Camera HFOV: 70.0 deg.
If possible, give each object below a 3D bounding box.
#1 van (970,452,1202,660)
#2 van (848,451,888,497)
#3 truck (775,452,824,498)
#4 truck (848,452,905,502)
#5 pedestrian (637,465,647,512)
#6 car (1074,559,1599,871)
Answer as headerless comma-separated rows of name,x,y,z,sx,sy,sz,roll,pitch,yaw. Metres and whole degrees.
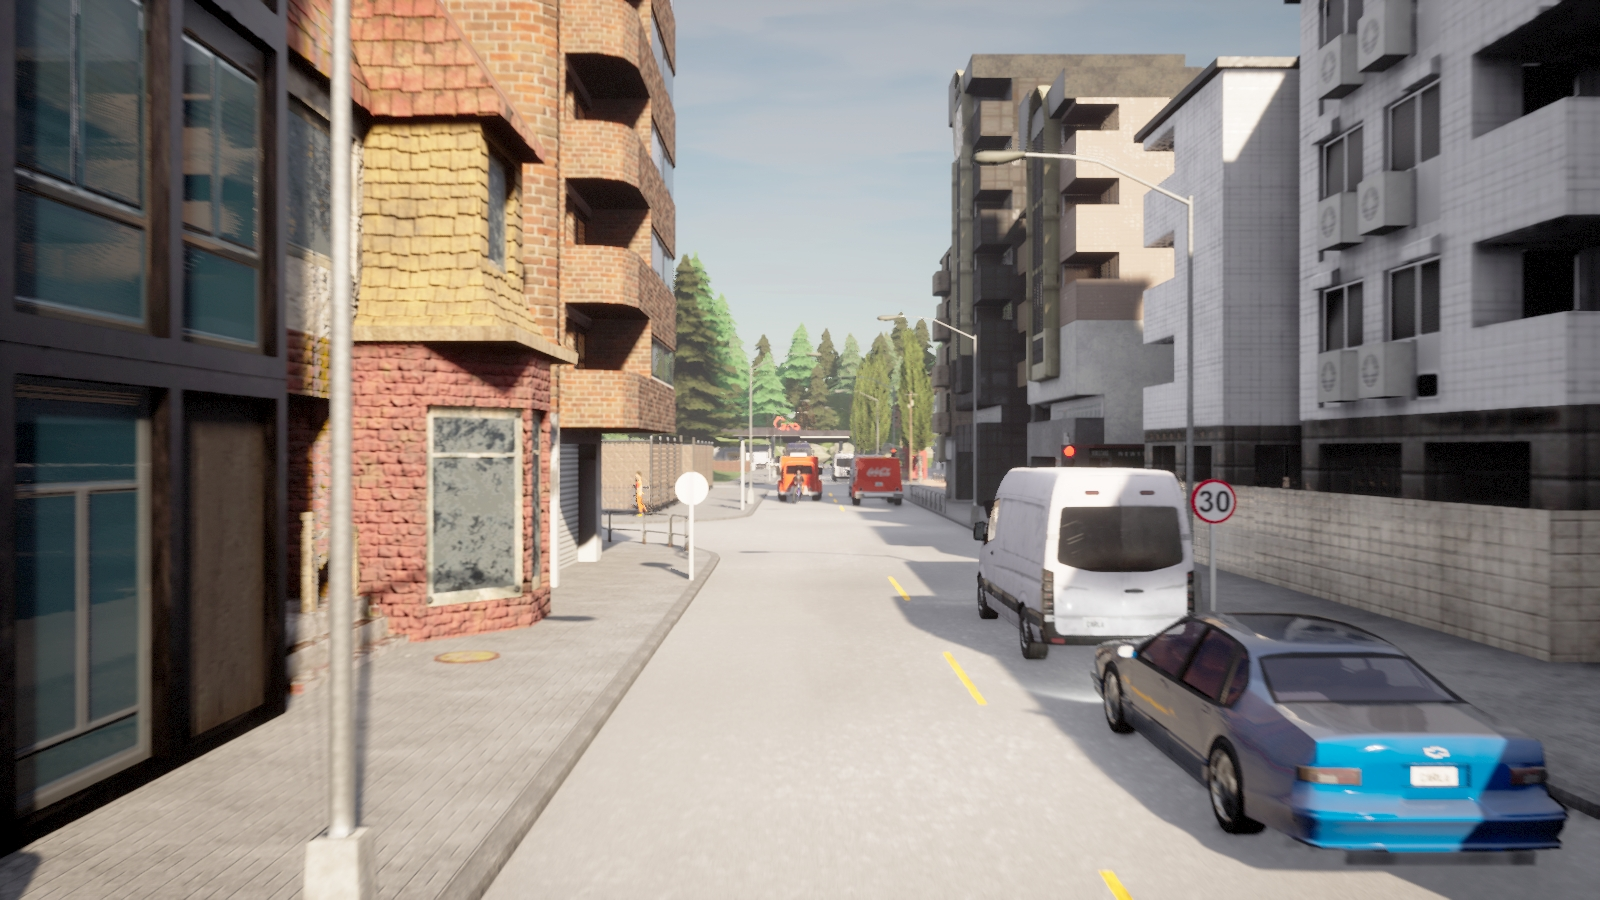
van,3.980,1.320,17.123,1.988,2.561,5.915,0,0,0
van,3.911,1.335,66.807,1.988,2.561,5.915,0,0,0
truck,-0.021,1.368,64.419,2.627,2.467,5.204,0,0,0
truck,3.934,1.367,59.487,2.627,2.467,5.204,0,0,0
pedestrian,-6.363,1.538,46.020,0.375,1.860,0.375,0,0,-5
car,3.997,1.889,9.719,2.033,1.411,5.357,0,0,0
